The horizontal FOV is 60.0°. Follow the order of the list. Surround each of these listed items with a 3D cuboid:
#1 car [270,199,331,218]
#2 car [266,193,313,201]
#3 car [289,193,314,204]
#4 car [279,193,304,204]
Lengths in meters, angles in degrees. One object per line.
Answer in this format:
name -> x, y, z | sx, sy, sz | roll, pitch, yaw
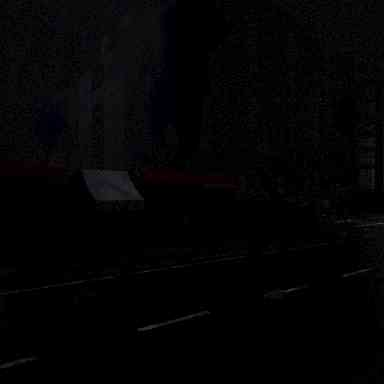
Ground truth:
car -> 9.262, 1.545, 28.292 | 1.895, 1.301, 4.718 | 0, 0, -36
car -> 9.450, 1.297, 34.011 | 2.097, 1.767, 4.553 | 0, 0, -36
car -> 19.614, 1.114, 59.433 | 1.905, 1.878, 3.866 | 0, 0, -35
car -> 17.219, 1.114, 57.726 | 1.905, 1.878, 3.866 | 0, 0, -35
